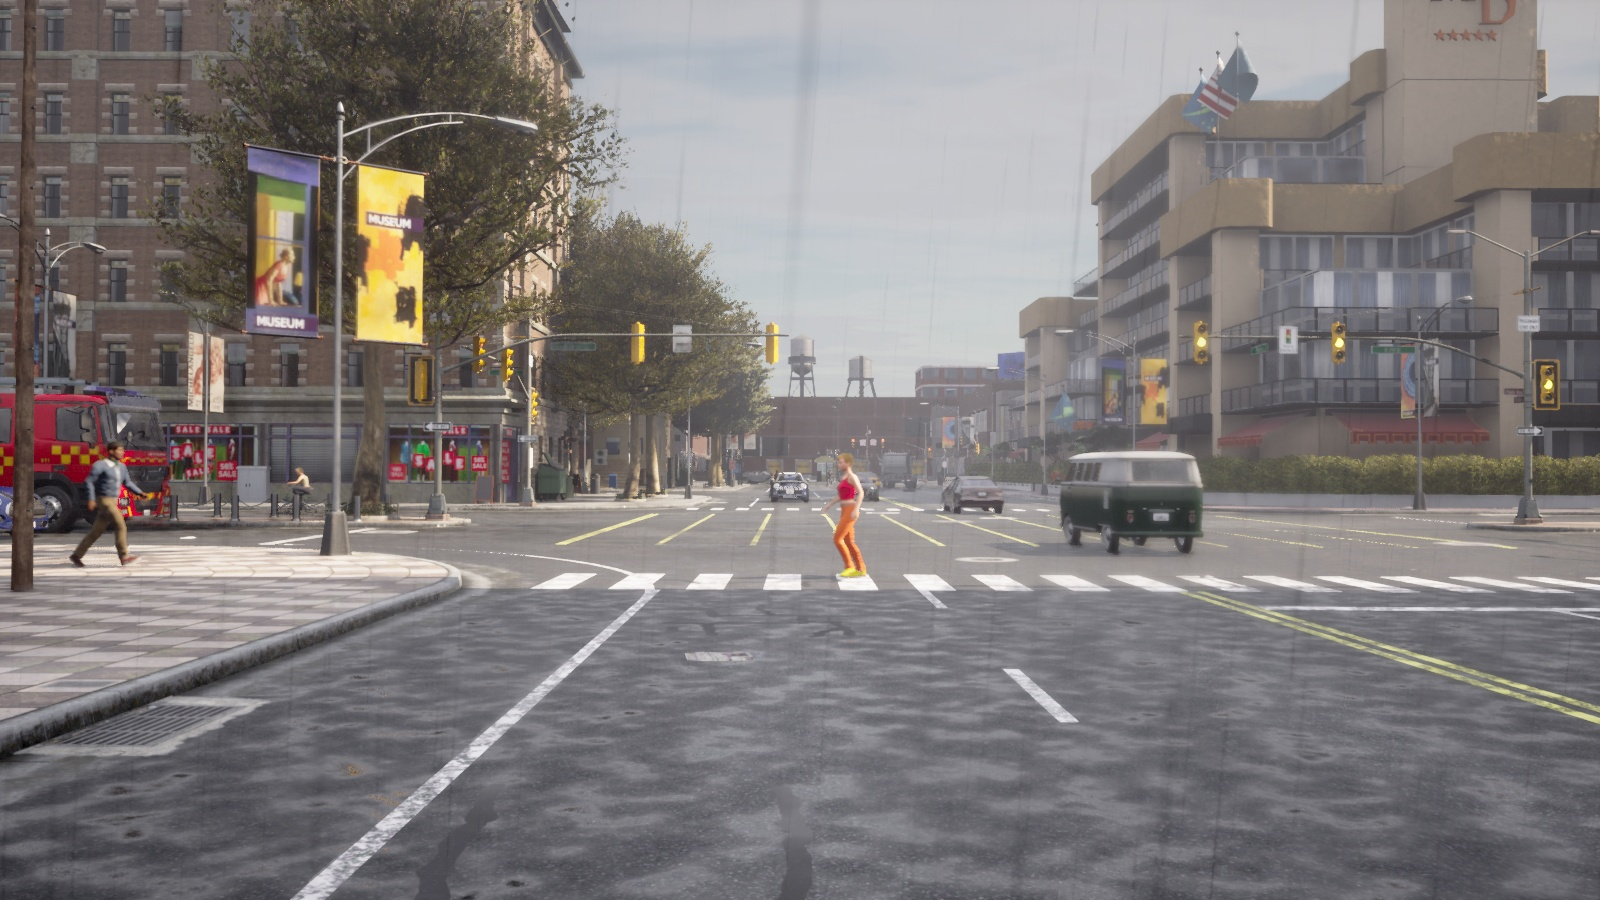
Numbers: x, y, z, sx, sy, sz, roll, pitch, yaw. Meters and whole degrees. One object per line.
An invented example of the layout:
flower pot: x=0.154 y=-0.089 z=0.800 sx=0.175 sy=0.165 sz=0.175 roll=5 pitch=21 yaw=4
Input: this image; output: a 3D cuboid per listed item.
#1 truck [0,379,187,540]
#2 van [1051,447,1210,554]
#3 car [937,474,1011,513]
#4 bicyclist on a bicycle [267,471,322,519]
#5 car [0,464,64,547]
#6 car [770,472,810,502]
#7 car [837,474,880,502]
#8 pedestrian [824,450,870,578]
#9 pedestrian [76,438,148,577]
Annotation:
truck: x=-20.230 y=0.255 z=31.284 sx=8.468 sy=3.827 sz=2.891 roll=0 pitch=-1 yaw=0
van: x=6.621 y=0.971 z=25.664 sx=1.775 sy=1.987 sz=4.442 roll=0 pitch=-1 yaw=-4
car: x=6.629 y=1.646 z=48.393 sx=2.033 sy=1.411 sz=5.357 roll=0 pitch=-1 yaw=0
bicyclist on a bicycle: x=-17.199 y=1.536 z=42.766 sx=1.509 sy=1.612 sz=0.866 roll=0 pitch=-1 yaw=0
car: x=-19.190 y=1.215 z=27.790 sx=4.553 sy=1.767 sz=2.097 roll=0 pitch=-1 yaw=1
car: x=-0.490 y=1.848 z=63.661 sx=1.970 sy=1.475 sz=3.806 roll=0 pitch=-1 yaw=0
car: x=2.995 y=1.956 z=65.030 sx=1.994 sy=1.385 sz=4.181 roll=0 pitch=-1 yaw=-1
pedestrian: x=0.679 y=0.923 z=18.260 sx=0.594 sy=1.836 sz=0.345 roll=0 pitch=-1 yaw=-11
pedestrian: x=-9.756 y=0.809 z=17.820 sx=0.788 sy=1.949 sz=0.423 roll=0 pitch=-1 yaw=0
